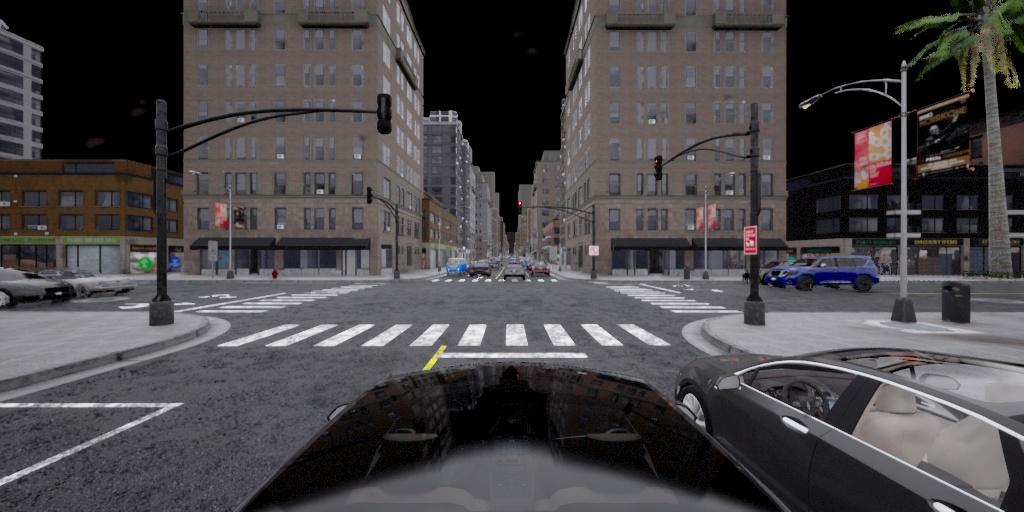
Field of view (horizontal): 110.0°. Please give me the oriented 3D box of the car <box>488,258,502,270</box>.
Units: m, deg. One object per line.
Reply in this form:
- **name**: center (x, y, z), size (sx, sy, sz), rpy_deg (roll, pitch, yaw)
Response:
- **car**: center (-2.899, 1.316, 51.454), size (1.994, 1.385, 4.181), rpy_deg (0, 0, 1)

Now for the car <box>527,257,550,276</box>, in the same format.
- **car**: center (2.799, 1.191, 36.997), size (1.967, 1.591, 4.097), rpy_deg (0, 0, 0)

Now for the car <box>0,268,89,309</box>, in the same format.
- **car**: center (-20.380, 1.228, 14.188), size (4.892, 1.490, 1.837), rpy_deg (0, 0, 0)

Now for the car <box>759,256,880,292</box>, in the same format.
- **car**: center (18.174, 0.997, 21.108), size (5.566, 2.045, 2.150), rpy_deg (0, 0, 0)

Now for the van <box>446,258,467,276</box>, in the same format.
- **van**: center (-5.727, 1.092, 37.030), size (1.690, 1.789, 3.998), rpy_deg (0, 0, 0)

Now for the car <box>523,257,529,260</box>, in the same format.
- **car**: center (2.844, 1.192, 48.335), size (1.967, 1.591, 4.097), rpy_deg (0, 0, 0)

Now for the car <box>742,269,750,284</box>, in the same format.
- **car**: center (18.237, 1.124, 24.359), size (4.553, 1.767, 2.097), rpy_deg (0, 0, 0)

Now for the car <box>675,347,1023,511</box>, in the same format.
- **car**: center (2.668, 1.300, 2.347), size (2.007, 1.370, 4.403), rpy_deg (0, 0, 0)

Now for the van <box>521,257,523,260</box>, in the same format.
- **van**: center (2.890, 1.092, 59.674), size (1.690, 1.789, 3.998), rpy_deg (0, 0, 0)

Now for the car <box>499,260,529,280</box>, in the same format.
- **car**: center (0.208, 1.298, 31.704), size (2.033, 1.411, 5.357), rpy_deg (0, 0, 0)

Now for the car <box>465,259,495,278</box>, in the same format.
- **car**: center (-2.930, 1.299, 34.262), size (2.033, 1.411, 5.357), rpy_deg (0, 0, -1)

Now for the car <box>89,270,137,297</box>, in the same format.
- **car**: center (-21.373, 1.318, 17.431), size (4.718, 1.301, 1.895), rpy_deg (0, 0, 0)
